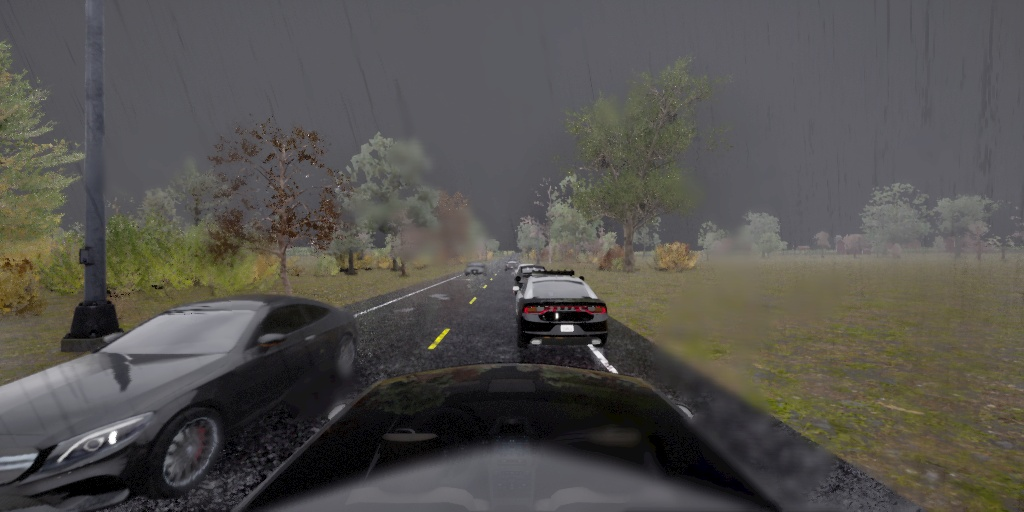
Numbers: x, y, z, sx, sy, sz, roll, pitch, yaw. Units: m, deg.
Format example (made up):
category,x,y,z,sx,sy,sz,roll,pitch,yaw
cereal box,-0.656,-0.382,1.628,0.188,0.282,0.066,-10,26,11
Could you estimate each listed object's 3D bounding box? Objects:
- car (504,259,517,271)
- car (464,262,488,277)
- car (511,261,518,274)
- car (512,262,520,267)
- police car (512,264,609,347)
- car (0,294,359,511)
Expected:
category,x,y,z,sx,sy,sz,roll,pitch,yaw
car,0.051,1.238,47.420,1.812,1.442,4.674,0,0,1
car,-3.488,1.293,35.457,1.994,1.385,4.181,0,0,0
car,1.058,1.265,25.307,1.812,1.442,4.674,0,0,0
car,1.056,1.248,19.306,1.837,1.490,4.892,0,0,0
police car,1.053,1.173,9.415,1.930,1.638,5.238,0,0,0
car,-3.599,1.275,4.591,1.812,1.442,4.674,0,0,0
